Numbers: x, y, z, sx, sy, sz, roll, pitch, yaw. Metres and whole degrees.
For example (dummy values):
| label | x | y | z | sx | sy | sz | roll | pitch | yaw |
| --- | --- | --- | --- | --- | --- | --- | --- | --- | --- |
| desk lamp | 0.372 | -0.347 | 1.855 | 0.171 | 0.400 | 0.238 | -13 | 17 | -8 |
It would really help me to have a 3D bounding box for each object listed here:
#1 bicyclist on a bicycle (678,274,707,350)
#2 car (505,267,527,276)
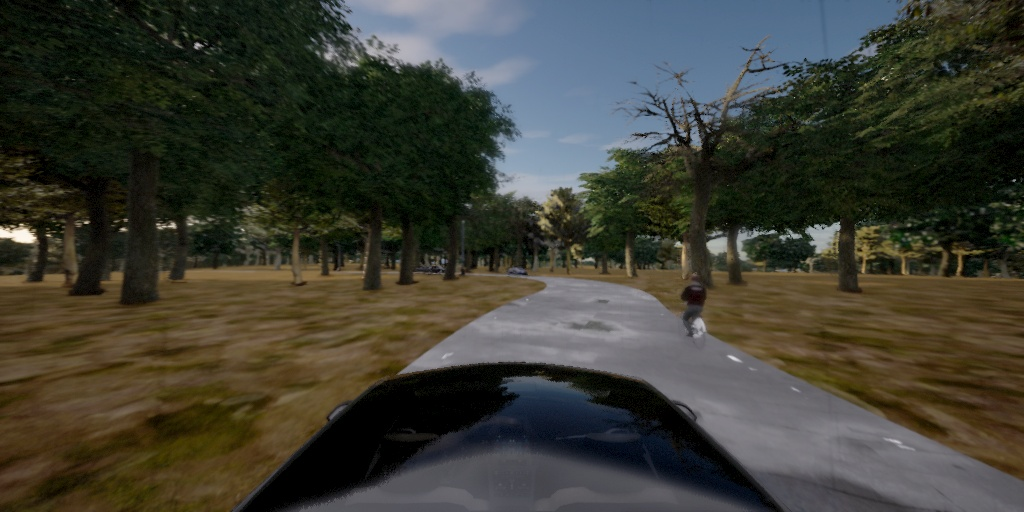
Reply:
| label | x | y | z | sx | sy | sz | roll | pitch | yaw |
| --- | --- | --- | --- | --- | --- | --- | --- | --- | --- |
| bicyclist on a bicycle | 4.493 | 1.338 | 9.017 | 0.659 | 1.776 | 1.843 | 2 | 0 | 8 |
| car | 0.645 | 2.464 | 57.591 | 1.994 | 1.385 | 4.181 | 2 | -2 | -31 |
